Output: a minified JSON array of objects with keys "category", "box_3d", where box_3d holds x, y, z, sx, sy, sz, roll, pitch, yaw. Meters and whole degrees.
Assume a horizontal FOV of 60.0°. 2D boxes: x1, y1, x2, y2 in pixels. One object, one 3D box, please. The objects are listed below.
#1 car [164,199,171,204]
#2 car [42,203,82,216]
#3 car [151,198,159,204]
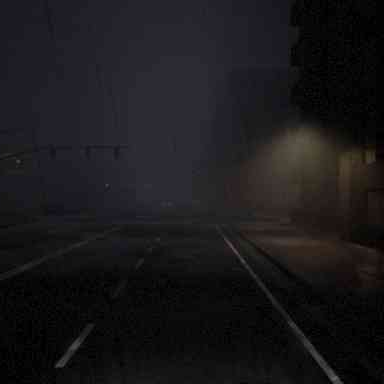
[{"category":"car","box_3d":[-6.993,2.633,95.185,1.895,1.301,4.718,0,-1,0]},{"category":"car","box_3d":[-14.633,1.930,37.470,4.181,1.385,1.994,0,-1,-1]},{"category":"car","box_3d":[-10.493,2.559,94.802,1.812,1.442,4.674,0,-1,0]}]
